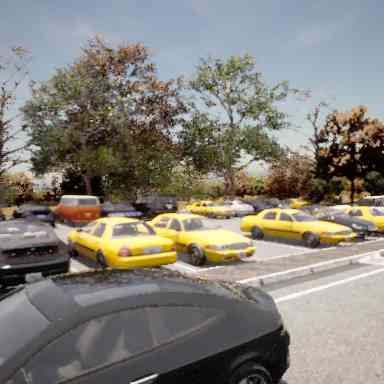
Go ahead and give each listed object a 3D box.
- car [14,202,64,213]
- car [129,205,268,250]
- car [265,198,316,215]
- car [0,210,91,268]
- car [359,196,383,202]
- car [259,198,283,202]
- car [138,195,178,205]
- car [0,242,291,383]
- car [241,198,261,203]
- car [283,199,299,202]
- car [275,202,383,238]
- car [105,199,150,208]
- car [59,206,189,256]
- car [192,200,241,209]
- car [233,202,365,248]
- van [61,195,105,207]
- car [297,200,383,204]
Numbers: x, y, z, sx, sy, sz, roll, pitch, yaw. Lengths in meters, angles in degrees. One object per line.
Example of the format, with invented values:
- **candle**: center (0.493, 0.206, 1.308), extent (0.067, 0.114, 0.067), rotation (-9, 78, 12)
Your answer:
- **car**: center (-10.017, 1.492, 21.053), extent (2.163, 1.488, 4.792), rotation (0, 0, -35)
- **car**: center (-0.109, 1.462, 11.778), extent (1.946, 1.575, 5.366), rotation (0, 0, -35)
- **car**: center (10.355, 1.494, 35.426), extent (2.097, 1.535, 5.008), rotation (0, 0, -35)
- **car**: center (-4.638, 1.474, 8.794), extent (2.231, 1.521, 4.892), rotation (0, 0, -35)
- **car**: center (11.197, 1.234, 20.041), extent (2.435, 2.045, 5.566), rotation (0, 0, -35)
- **car**: center (5.947, 1.515, 32.278), extent (2.163, 1.488, 4.792), rotation (0, 0, -35)
- **car**: center (-3.131, 1.216, 25.925), extent (2.435, 2.045, 5.566), rotation (0, 0, -35)
- **car**: center (-1.066, 1.522, 2.928), extent (4.674, 1.442, 1.812), rotation (0, 0, -36)
- **car**: center (3.670, 1.521, 30.699), extent (2.002, 1.452, 4.674), rotation (0, 0, -35)
- **car**: center (8.071, 1.364, 33.855), extent (2.185, 1.767, 4.553), rotation (0, 0, -35)
- **car**: center (6.677, 1.477, 16.815), extent (2.231, 1.521, 4.892), rotation (0, 0, -35)
- **car**: center (-5.359, 1.492, 24.279), extent (2.163, 1.488, 4.792), rotation (0, 0, -35)
- **car**: center (-2.489, 1.463, 10.548), extent (1.946, 1.575, 5.366), rotation (0, 0, -35)
- **car**: center (1.514, 1.474, 28.950), extent (1.946, 1.575, 5.366), rotation (0, 0, -35)
- **car**: center (4.522, 1.468, 15.055), extent (1.946, 1.575, 5.366), rotation (0, 0, -35)
- **van**: center (-7.805, 1.235, 22.726), extent (1.878, 1.987, 4.442), rotation (0, 0, -35)
- **car**: center (8.840, 1.477, 18.565), extent (1.946, 1.575, 5.366), rotation (0, 0, -35)
